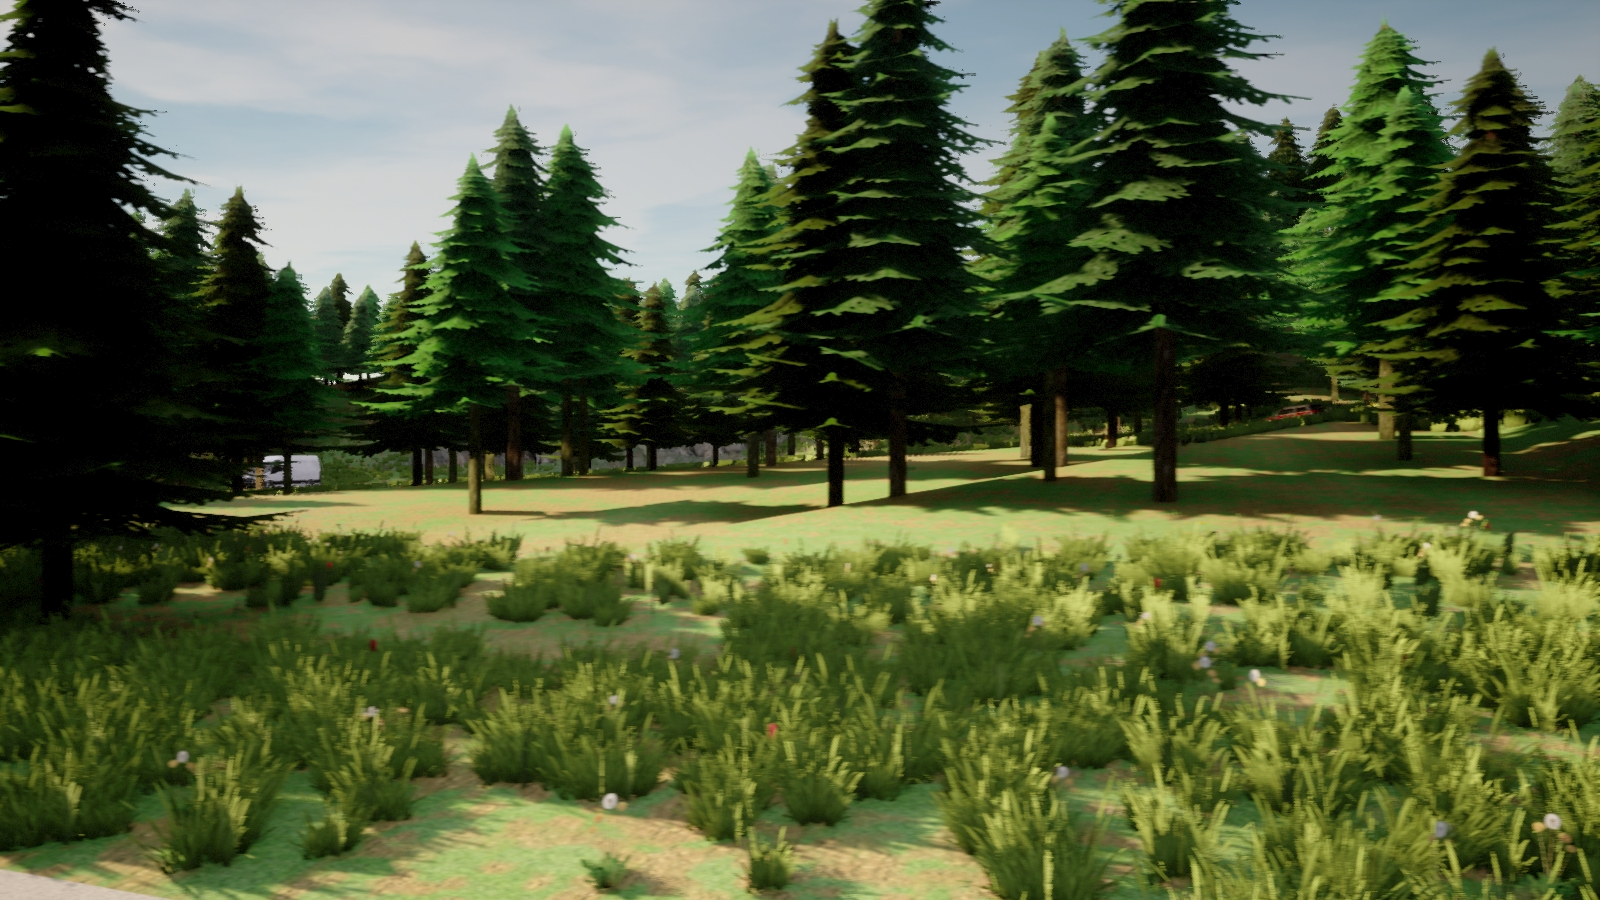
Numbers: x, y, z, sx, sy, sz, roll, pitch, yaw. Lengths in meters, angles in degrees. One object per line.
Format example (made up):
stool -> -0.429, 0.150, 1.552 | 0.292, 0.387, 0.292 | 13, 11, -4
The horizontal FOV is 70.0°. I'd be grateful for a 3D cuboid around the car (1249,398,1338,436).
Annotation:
car -> 29.840, -1.970, 69.224 | 2.097, 1.767, 4.553 | 0, -5, -28
